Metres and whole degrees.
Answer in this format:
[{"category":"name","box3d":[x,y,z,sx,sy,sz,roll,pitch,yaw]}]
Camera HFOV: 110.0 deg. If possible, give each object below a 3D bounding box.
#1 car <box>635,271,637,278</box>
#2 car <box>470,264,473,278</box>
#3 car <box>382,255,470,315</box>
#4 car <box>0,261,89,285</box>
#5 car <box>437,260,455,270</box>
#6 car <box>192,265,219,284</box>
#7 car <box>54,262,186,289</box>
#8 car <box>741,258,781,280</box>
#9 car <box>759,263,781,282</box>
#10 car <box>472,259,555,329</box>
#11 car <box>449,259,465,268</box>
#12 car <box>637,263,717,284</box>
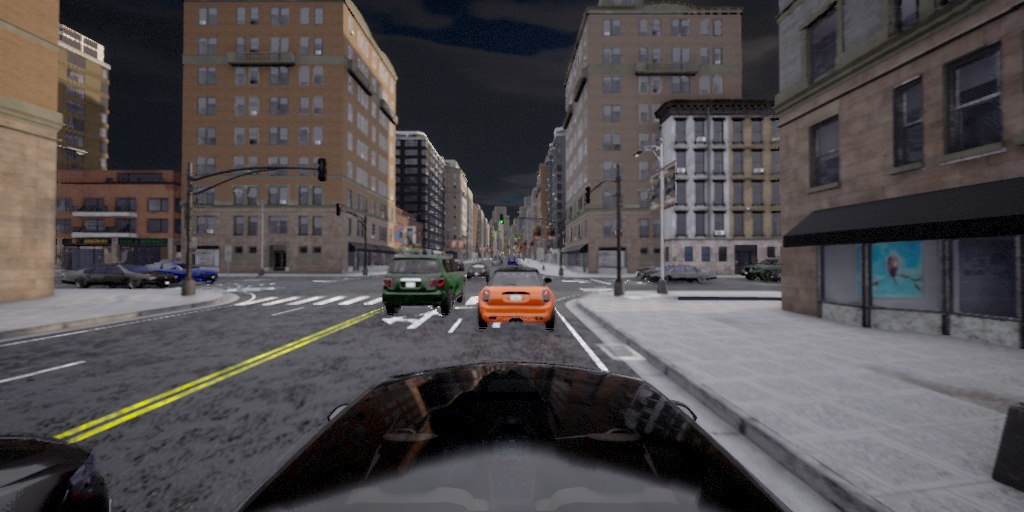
[{"category":"car","box3d":[13.177,1.382,31.070,4.902,1.511,2.128,0,-1,0]},{"category":"car","box3d":[-3.136,1.374,34.165,1.812,1.442,4.674,0,1,0]},{"category":"car","box3d":[-3.146,0.970,13.796,2.150,2.045,5.566,0,0,0]},{"category":"car","box3d":[-32.299,1.132,24.242,4.902,1.511,2.128,0,-1,0]},{"category":"car","box3d":[-9.790,1.313,53.355,1.812,1.442,4.674,0,0,0]},{"category":"car","box3d":[-22.702,1.155,24.256,5.008,1.535,1.882,0,-1,0]},{"category":"car","box3d":[-22.841,1.179,21.007,5.357,1.411,2.033,0,-1,0]},{"category":"car","box3d":[23.042,1.141,31.089,5.566,2.045,2.150,0,-1,0]},{"category":"car","box3d":[22.185,1.436,27.834,4.181,1.385,1.994,0,-1,0]},{"category":"car","box3d":[0.210,1.110,11.441,2.097,1.767,4.553,0,0,3]},{"category":"car","box3d":[-9.732,1.339,63.642,2.033,1.411,5.357,0,0,0]},{"category":"car","box3d":[12.945,1.393,27.840,5.357,1.411,2.033,0,-1,-4]}]
